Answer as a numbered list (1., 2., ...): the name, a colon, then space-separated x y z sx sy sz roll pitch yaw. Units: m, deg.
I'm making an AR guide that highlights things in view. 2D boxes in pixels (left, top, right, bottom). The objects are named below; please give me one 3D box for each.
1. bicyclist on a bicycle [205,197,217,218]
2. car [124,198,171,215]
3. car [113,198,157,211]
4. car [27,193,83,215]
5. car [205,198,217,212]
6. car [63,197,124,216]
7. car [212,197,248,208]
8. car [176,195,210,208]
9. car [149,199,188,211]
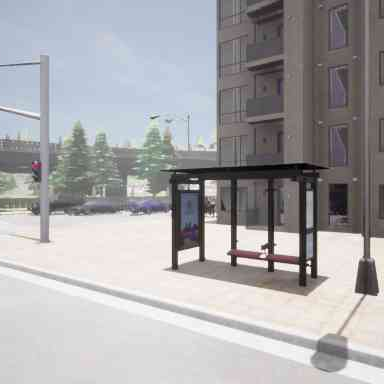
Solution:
1. bicyclist on a bicycle: 1.336 1.245 26.619 1.656 1.620 0.582 0 0 36
2. car: -4.109 1.470 33.121 1.812 1.442 4.674 0 0 37
3. car: -6.888 1.492 40.984 2.033 1.411 5.357 0 0 40
4. car: -13.208 1.166 32.917 2.150 2.045 5.566 0 0 37
5. car: 0.617 1.545 33.518 1.895 1.301 4.718 0 0 38
6. car: -9.276 1.492 32.367 2.033 1.411 5.357 0 0 37
7. car: 5.404 1.449 46.757 4.892 1.490 1.837 0 0 -29
8. car: 0.151 1.297 47.392 4.553 1.767 2.097 0 0 -34
9. car: -2.825 1.545 40.301 1.895 1.301 4.718 0 0 43
